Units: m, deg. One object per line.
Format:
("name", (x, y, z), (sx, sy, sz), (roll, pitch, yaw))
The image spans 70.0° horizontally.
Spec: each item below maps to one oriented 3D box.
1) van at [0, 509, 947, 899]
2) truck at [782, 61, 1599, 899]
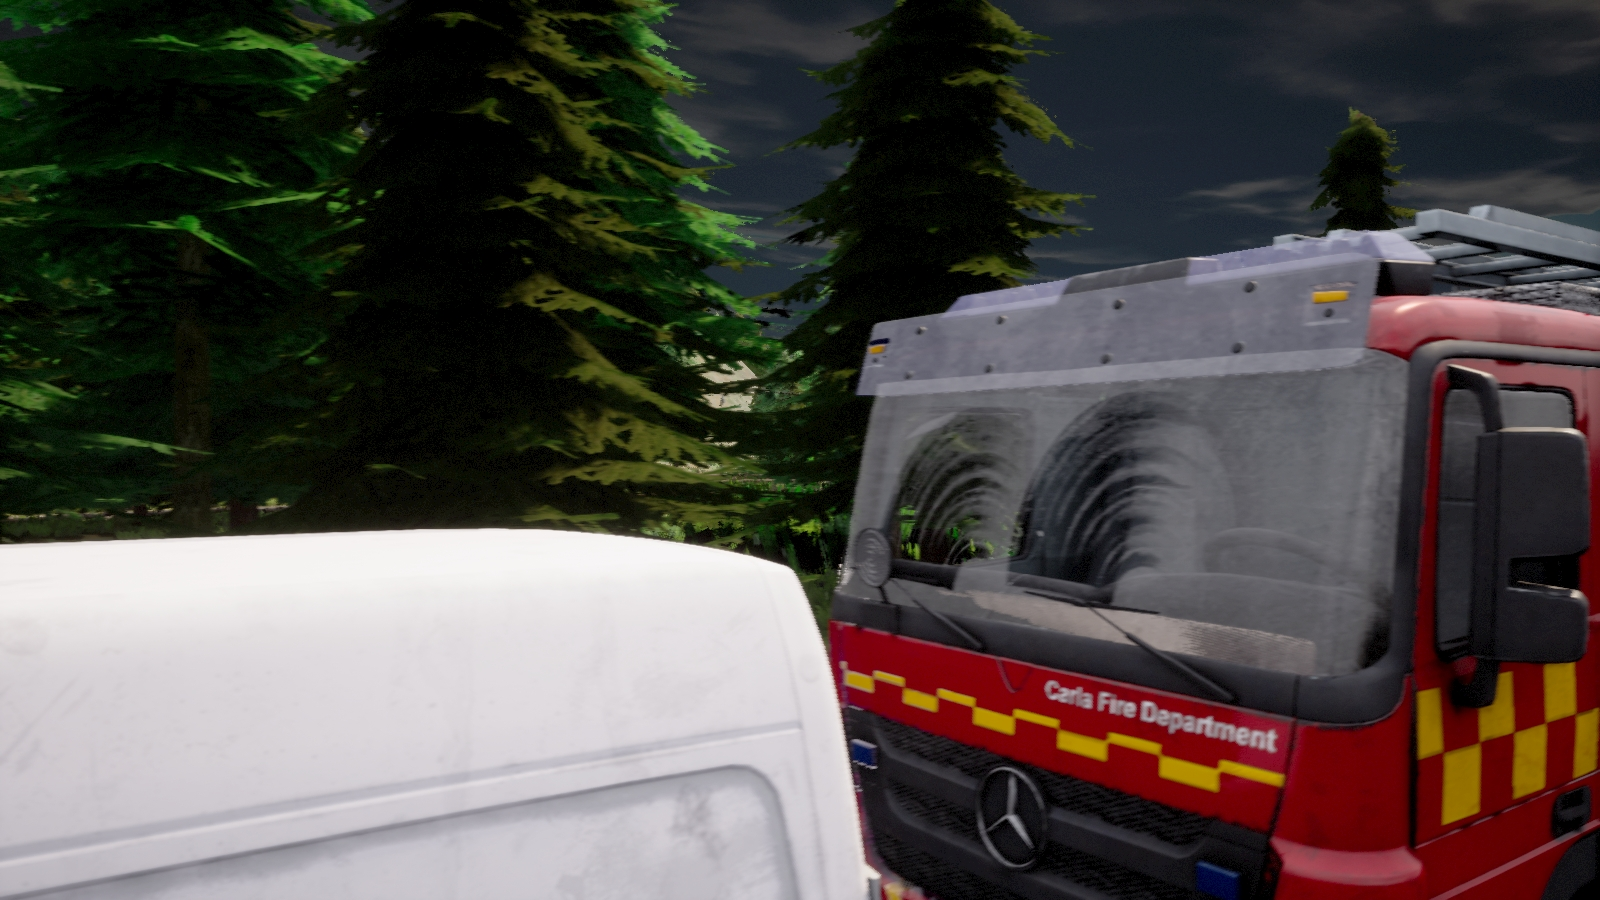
("van", (-2.638, 1.507, 1.923), (5.915, 2.561, 1.988), (0, 0, -35))
("truck", (4.226, 0.858, 6.676), (8.468, 3.827, 2.891), (0, 0, -34))
